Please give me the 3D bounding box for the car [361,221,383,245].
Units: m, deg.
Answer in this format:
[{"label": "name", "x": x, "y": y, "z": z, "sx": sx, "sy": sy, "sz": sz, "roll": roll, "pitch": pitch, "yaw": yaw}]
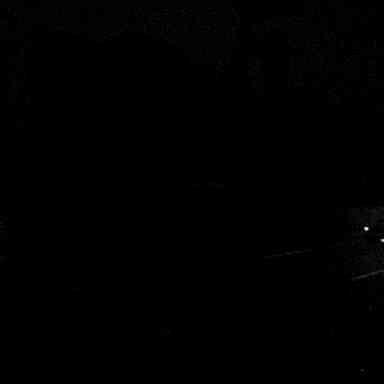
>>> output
[{"label": "car", "x": 9.273, "y": 1.563, "z": 14.192, "sx": 4.718, "sy": 1.301, "sz": 1.895, "roll": 0, "pitch": 0, "yaw": -35}]
